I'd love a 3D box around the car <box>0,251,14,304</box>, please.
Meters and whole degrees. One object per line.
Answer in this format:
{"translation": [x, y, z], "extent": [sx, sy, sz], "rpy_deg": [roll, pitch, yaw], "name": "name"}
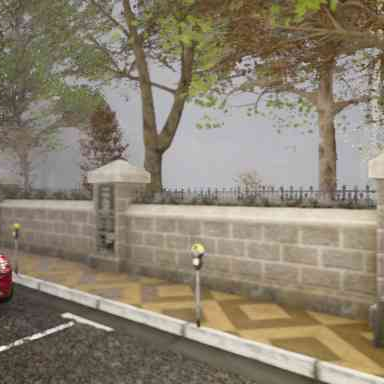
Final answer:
{"translation": [-5.461, 1.398, 6.779], "extent": [4.097, 1.590, 1.967], "rpy_deg": [0, 0, 36], "name": "car"}
